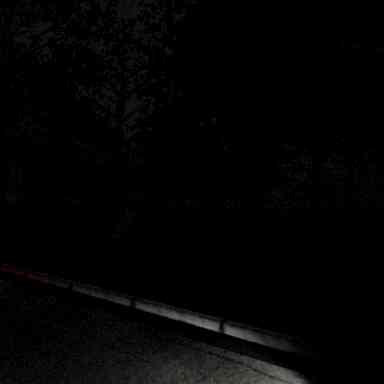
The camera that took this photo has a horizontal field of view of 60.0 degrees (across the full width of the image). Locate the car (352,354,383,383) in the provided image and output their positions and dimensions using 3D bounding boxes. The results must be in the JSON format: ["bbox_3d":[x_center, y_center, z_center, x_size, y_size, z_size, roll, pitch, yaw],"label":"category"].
[{"bbox_3d":[2.798,1.564,1.385,4.181,1.385,1.994,0,0,35],"label":"car"}]
